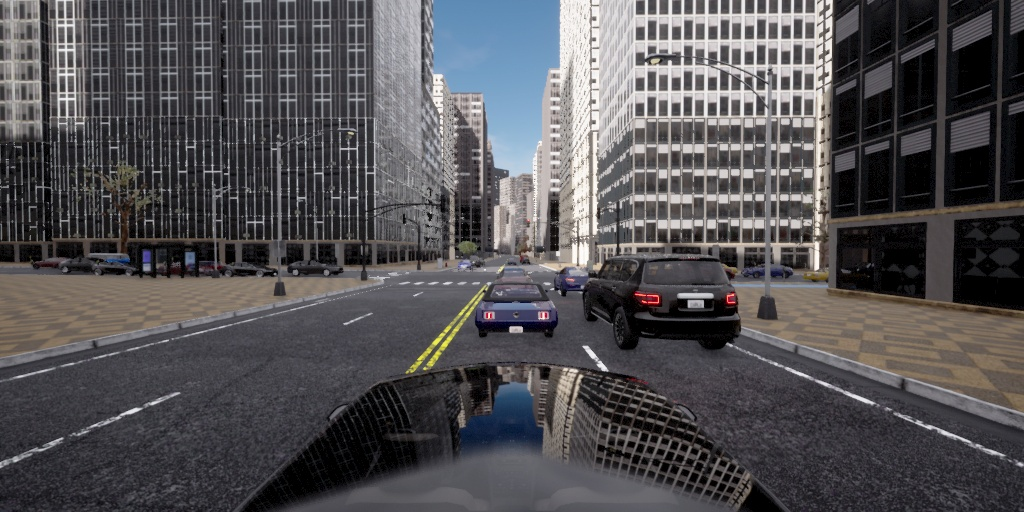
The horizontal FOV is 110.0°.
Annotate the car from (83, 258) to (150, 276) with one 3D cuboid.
[{"bbox_3d":[-34.125,1.074,31.466,4.313,1.339,1.948,0,0,1],"label":"car"}]

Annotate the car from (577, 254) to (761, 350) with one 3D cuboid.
[{"bbox_3d":[3.344,0.969,9.231,2.150,2.045,5.566,0,0,0],"label":"car"}]

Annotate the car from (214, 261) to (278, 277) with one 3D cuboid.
[{"bbox_3d":[-22.760,1.178,31.171,4.313,1.339,1.948,0,0,1],"label":"car"}]

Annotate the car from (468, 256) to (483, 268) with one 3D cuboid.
[{"bbox_3d":[-6.631,0.935,61.181,2.150,2.045,5.566,0,0,0],"label":"car"}]

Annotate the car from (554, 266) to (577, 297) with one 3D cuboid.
[{"bbox_3d":[3.334,1.270,18.923,1.812,1.442,4.674,0,0,0],"label":"car"}]

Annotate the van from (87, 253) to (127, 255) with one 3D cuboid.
[{"bbox_3d":[-45.325,0.611,40.116,3.998,1.789,1.690,0,0,1],"label":"van"}]

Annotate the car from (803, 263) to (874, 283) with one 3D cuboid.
[{"bbox_3d":[27.614,1.584,30.495,4.829,1.417,1.751,0,0,1],"label":"car"}]

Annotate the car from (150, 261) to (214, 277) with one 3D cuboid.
[{"bbox_3d":[-28.444,1.143,31.299,4.207,1.307,1.802,0,0,1],"label":"car"}]

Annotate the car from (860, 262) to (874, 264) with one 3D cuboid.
[{"bbox_3d":[35.901,1.391,36.126,4.553,1.767,2.097,0,1,1],"label":"car"}]

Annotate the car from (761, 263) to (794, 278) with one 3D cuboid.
[{"bbox_3d":[25.801,1.477,36.306,4.674,1.442,1.812,1,1,1],"label":"car"}]

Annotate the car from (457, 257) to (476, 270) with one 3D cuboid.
[{"bbox_3d":[-6.637,1.249,51.218,1.812,1.442,4.674,0,0,-2],"label":"car"}]

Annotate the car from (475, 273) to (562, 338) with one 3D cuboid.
[{"bbox_3d":[0.094,1.348,10.192,1.895,1.301,4.718,0,0,0],"label":"car"}]

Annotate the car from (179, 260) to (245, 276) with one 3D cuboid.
[{"bbox_3d":[-28.351,1.119,33.987,4.718,1.301,1.895,1,1,1],"label":"car"}]

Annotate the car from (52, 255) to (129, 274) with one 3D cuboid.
[{"bbox_3d":[-40.124,0.915,34.224,4.892,1.490,1.837,1,1,1],"label":"car"}]

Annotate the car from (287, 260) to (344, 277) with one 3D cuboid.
[{"bbox_3d":[-18.469,1.113,33.794,4.892,1.490,1.837,1,1,1],"label":"car"}]

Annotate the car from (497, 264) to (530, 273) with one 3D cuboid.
[{"bbox_3d":[0.085,1.308,18.930,1.994,1.385,4.181,0,0,0],"label":"car"}]

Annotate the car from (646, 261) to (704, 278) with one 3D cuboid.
[{"bbox_3d":[16.487,1.347,36.454,5.008,1.535,1.882,1,1,1],"label":"car"}]
